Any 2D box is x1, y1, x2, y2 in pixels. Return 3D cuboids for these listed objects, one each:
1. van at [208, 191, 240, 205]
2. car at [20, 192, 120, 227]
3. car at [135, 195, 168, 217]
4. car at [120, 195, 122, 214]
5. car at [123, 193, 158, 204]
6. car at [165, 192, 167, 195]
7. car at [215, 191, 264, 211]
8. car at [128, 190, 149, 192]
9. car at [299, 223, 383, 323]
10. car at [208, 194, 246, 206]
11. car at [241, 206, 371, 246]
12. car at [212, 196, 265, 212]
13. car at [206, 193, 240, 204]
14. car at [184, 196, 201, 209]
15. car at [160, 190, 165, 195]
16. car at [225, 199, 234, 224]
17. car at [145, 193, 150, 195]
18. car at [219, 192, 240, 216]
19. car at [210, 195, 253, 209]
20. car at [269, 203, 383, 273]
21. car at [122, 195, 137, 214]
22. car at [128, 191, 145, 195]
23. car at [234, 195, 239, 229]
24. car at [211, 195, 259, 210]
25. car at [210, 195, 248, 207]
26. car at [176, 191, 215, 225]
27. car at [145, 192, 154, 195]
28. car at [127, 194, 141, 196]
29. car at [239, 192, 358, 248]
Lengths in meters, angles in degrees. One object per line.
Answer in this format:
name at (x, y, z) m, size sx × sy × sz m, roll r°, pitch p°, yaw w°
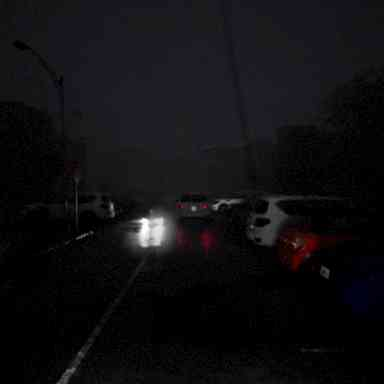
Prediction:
van at (4.524, 0.831, 47.760) m, size 4.442 × 1.987 × 1.878 m, roll 0°, pitch 1°, yaw 0°
car at (-7.712, 1.046, 20.875) m, size 5.566 × 2.045 × 2.435 m, roll 0°, pitch 1°, yaw 0°
car at (-3.103, 1.246, 28.012) m, size 2.128 × 1.511 × 4.902 m, roll 0°, pitch 0°, yaw 0°
car at (-7.653, 1.147, 23.689) m, size 4.553 × 1.767 × 2.185 m, roll 0°, pitch 0°, yaw 0°
car at (-7.695, 1.014, 50.155) m, size 5.008 × 1.535 × 2.097 m, roll 0°, pitch 1°, yaw 0°
car at (-7.296, 0.209, 69.757) m, size 1.895 × 1.301 × 4.718 m, roll -3°, pitch 5°, yaw -39°
car at (4.616, 0.957, 31.001) m, size 5.566 × 2.045 × 2.435 m, roll 0°, pitch 0°, yaw 0°
car at (-7.659, 0.936, 47.323) m, size 4.553 × 1.767 × 2.185 m, roll 0°, pitch 1°, yaw 0°
car at (4.677, 1.457, 5.864) m, size 4.792 × 1.488 × 2.163 m, roll 0°, pitch 0°, yaw 0°
car at (4.647, 1.088, 44.969) m, size 4.892 × 1.521 × 2.231 m, roll 0°, pitch 1°, yaw 0°
car at (4.677, 1.384, 14.243) m, size 4.792 × 1.488 × 2.163 m, roll 0°, pitch 1°, yaw 0°
car at (4.637, 1.184, 33.798) m, size 5.008 × 1.535 × 2.097 m, roll 0°, pitch 1°, yaw 0°
car at (4.634, 1.006, 50.571) m, size 4.892 × 1.521 × 2.231 m, roll 0°, pitch 2°, yaw 0°
car at (0.092, 1.208, 40.745) m, size 1.994 × 1.385 × 4.181 m, roll 0°, pitch 1°, yaw 0°
car at (-7.662, 0.690, 53.093) m, size 5.566 × 2.045 × 2.435 m, roll 0°, pitch 1°, yaw 0°
car at (4.616, 1.335, 19.832) m, size 4.792 × 1.488 × 2.163 m, roll 0°, pitch 1°, yaw 0°
car at (-7.694, 1.145, 38.381) m, size 4.892 × 1.521 × 2.231 m, roll 0°, pitch 0°, yaw 0°
car at (4.676, 1.130, 25.541) m, size 4.553 × 1.767 × 2.185 m, roll 0°, pitch 0°, yaw 0°
car at (4.636, 1.135, 39.509) m, size 4.892 × 1.521 × 2.231 m, roll 0°, pitch 1°, yaw 0°
car at (4.617, 1.278, 8.654) m, size 4.553 × 1.767 × 2.185 m, roll 0°, pitch 0°, yaw 0°
car at (-7.683, 1.260, 29.691) m, size 4.674 × 1.452 × 2.002 m, roll 0°, pitch 1°, yaw 0°
car at (-7.718, 1.043, 35.567) m, size 4.553 × 1.767 × 2.185 m, roll 0°, pitch 0°, yaw 0°
car at (4.678, 1.205, 17.035) m, size 4.553 × 1.767 × 2.185 m, roll 0°, pitch 0°, yaw 0°
car at (4.649, 1.161, 36.591) m, size 4.892 × 1.521 × 2.231 m, roll 0°, pitch 0°, yaw 0°
car at (4.644, 1.151, 42.179) m, size 4.674 × 1.452 × 2.002 m, roll 0°, pitch 0°, yaw 0°
car at (0.099, 1.024, 22.329) m, size 2.150 × 2.045 × 5.566 m, roll 0°, pitch 0°, yaw 0°
car at (-7.873, 1.115, 41.443) m, size 5.366 × 1.575 × 1.946 m, roll 0°, pitch 1°, yaw 0°
car at (-7.716, 1.224, 32.630) m, size 4.792 × 1.488 × 2.163 m, roll 0°, pitch 0°, yaw 0°
car at (4.675, 1.128, 11.448) m, size 5.566 × 2.045 × 2.435 m, roll 0°, pitch 1°, yaw 0°
